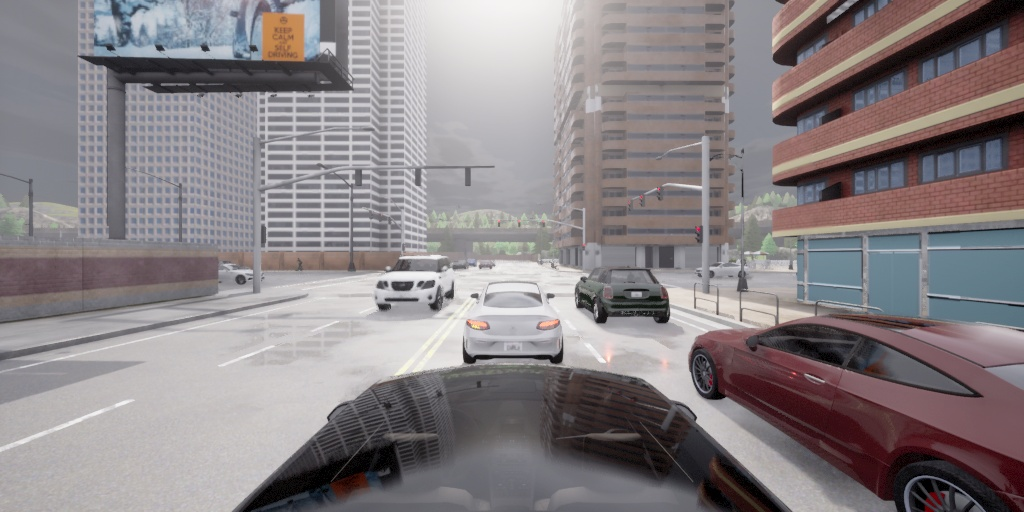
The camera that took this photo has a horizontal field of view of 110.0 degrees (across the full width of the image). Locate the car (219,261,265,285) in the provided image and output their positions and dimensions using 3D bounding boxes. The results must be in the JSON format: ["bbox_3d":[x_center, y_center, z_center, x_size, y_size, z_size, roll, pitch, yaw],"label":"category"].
[{"bbox_3d":[-20.443,1.276,25.816,4.674,1.442,1.812,0,0,0],"label":"car"}]

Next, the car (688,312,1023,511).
[{"bbox_3d":[3.580,1.276,3.498,1.812,1.442,4.674,0,0,0],"label":"car"}]

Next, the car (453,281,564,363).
[{"bbox_3d":[0.017,1.276,8.001,1.812,1.442,4.674,0,0,0],"label":"car"}]

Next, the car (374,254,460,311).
[{"bbox_3d":[-3.702,0.971,14.690,2.150,2.045,5.566,0,0,0],"label":"car"}]

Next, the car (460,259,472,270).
[{"bbox_3d":[-7.498,1.228,52.986,1.882,1.535,5.008,0,0,0],"label":"car"}]

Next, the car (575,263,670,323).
[{"bbox_3d":[3.499,1.102,12.217,2.097,1.767,4.553,0,0,0],"label":"car"}]

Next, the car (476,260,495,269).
[{"bbox_3d":[-4.012,1.276,55.028,1.812,1.442,4.674,0,0,-1],"label":"car"}]

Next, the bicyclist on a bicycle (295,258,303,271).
[{"bbox_3d":[-25.974,1.051,43.763,0.582,1.620,1.656,0,0,0],"label":"bicyclist on a bicycle"}]

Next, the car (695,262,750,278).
[{"bbox_3d":[19.387,1.276,33.079,4.674,1.442,1.812,0,0,0],"label":"car"}]
